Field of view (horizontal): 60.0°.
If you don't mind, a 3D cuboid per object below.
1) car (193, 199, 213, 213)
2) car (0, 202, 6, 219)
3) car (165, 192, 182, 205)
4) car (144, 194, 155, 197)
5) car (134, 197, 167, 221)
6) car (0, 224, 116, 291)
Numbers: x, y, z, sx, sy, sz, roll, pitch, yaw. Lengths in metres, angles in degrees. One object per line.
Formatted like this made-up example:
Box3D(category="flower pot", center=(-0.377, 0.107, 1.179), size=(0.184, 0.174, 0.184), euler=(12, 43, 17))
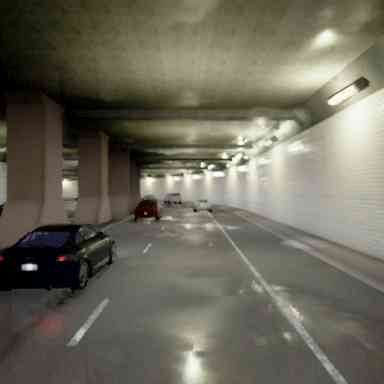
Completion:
Box3D(category="car", center=(1.114, 1.432, 35.944), size=(1.812, 1.442, 4.674), euler=(0, 0, -3))
Box3D(category="car", center=(-10.617, 1.299, 20.223), size=(2.097, 1.767, 4.553), euler=(0, 0, 0))
Box3D(category="car", center=(-3.294, 1.074, 56.358), size=(2.150, 2.045, 5.566), euler=(0, 0, -16))
Box3D(category="car", center=(-9.421, 1.240, 72.793), size=(1.812, 1.442, 4.674), euler=(0, 0, -26))
Box3D(category="car", center=(-3.405, 1.407, 26.876), size=(1.882, 1.535, 5.008), euler=(0, 0, 0))
Box3D(category="car", center=(-3.402, 1.540, 8.973), size=(1.994, 1.385, 4.181), euler=(0, 0, 0))
